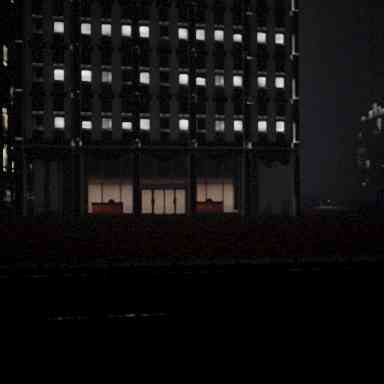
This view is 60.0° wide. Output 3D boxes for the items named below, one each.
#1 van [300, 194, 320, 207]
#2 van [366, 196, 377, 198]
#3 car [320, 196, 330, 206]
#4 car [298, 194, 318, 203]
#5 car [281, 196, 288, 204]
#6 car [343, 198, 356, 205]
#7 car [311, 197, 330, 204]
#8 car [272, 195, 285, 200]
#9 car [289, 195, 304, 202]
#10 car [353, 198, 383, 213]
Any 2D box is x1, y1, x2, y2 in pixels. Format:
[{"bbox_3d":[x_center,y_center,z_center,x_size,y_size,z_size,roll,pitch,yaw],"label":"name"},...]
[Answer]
[{"bbox_3d":[19.320,1.505,55.826,1.690,1.788,3.998,0,0,-7],"label":"van"},{"bbox_3d":[28.331,1.465,51.207,1.690,1.788,3.998,0,0,-7],"label":"van"},{"bbox_3d":[21.833,1.494,57.210,2.097,1.767,4.553,0,0,-7],"label":"car"},{"bbox_3d":[25.557,1.366,73.773,2.192,1.841,5.009,0,0,-7],"label":"car"},{"bbox_3d":[17.932,1.678,67.110,2.008,1.369,4.403,0,0,-7],"label":"car"},{"bbox_3d":[27.637,1.689,56.849,1.802,1.307,4.206,0,0,-7],"label":"car"},{"bbox_3d":[26.250,1.652,68.133,1.802,1.307,4.206,0,0,-7],"label":"car"},{"bbox_3d":[23.476,1.545,90.697,2.008,1.369,4.403,0,0,-7],"label":"car"},{"bbox_3d":[24.863,1.472,79.414,1.967,1.590,4.097,0,0,-7],"label":"car"},{"bbox_3d":[21.347,1.782,38.898,1.947,1.339,4.313,0,0,-7],"label":"car"}]
